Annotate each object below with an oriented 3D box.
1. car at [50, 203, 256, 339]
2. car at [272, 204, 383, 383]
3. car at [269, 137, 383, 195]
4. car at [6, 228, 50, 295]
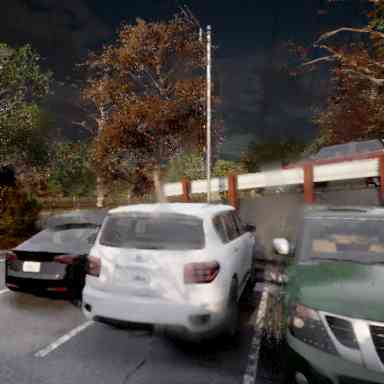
[{"bbox_3d":[0.022,1.233,6.886,2.435,2.045,5.566,0,-1,16],"label":"car"},{"bbox_3d":[2.490,1.235,5.076,2.435,2.045,5.566,1,-1,15],"label":"car"},{"bbox_3d":[5.068,-0.876,11.886,4.553,1.767,2.097,-6,-3,36],"label":"car"},{"bbox_3d":[-2.444,1.512,8.637,2.163,1.488,4.792,0,-1,16],"label":"car"}]
